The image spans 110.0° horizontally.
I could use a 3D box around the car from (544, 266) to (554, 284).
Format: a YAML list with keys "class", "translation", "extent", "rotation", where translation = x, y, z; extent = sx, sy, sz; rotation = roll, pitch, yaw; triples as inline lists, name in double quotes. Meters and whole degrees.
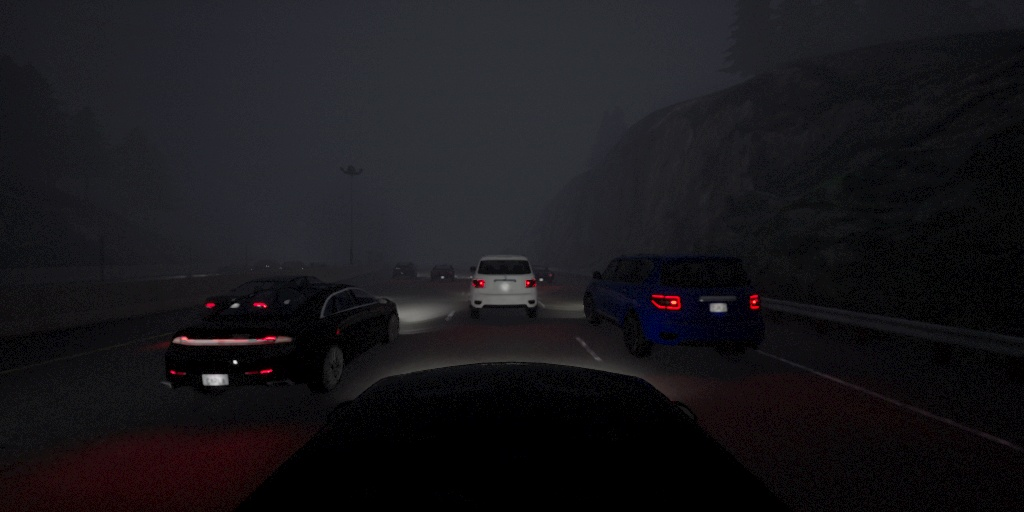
- class: "car"
  translation: [1.743, 1.364, 27.102]
  extent: [1.895, 1.301, 4.718]
  rotation: [0, 0, -8]

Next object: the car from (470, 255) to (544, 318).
- class: "car"
  translation: [-0.371, 0.980, 13.264]
  extent: [2.150, 2.045, 5.566]
  rotation: [0, 0, -4]

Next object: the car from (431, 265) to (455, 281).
- class: "car"
  translation: [-5.805, 1.382, 30.386]
  extent: [1.895, 1.301, 4.718]
  rotation: [0, 0, -9]

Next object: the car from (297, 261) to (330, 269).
- class: "car"
  translation: [-22.316, 1.426, 40.871]
  extent: [1.895, 1.301, 4.718]
  rotation: [0, 0, -13]

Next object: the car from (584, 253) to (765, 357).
- class: "car"
  translation: [3.372, 0.968, 8.722]
  extent: [2.150, 2.045, 5.566]
  rotation: [0, 0, -2]

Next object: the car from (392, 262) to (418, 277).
- class: "car"
  translation: [-9.855, 1.284, 33.221]
  extent: [2.128, 1.511, 4.902]
  rotation: [0, 0, -10]

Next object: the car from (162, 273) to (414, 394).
- class: "car"
  translation: [-3.571, 1.253, 6.672]
  extent: [2.128, 1.511, 4.902]
  rotation: [0, 0, -1]

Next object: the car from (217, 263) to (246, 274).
- class: "car"
  translation: [-33.881, 1.453, 43.849]
  extent: [1.895, 1.301, 4.718]
  rotation: [0, 0, -15]

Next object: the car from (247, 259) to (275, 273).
- class: "car"
  translation: [-30.453, 1.198, 44.467]
  extent: [2.097, 1.767, 4.553]
  rotation: [0, 0, -15]

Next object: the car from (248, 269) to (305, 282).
- class: "car"
  translation: [-7.266, 1.320, 11.688]
  extent: [2.033, 1.411, 5.357]
  rotation: [0, 0, -3]

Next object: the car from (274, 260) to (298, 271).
- class: "car"
  translation: [-26.606, 1.314, 43.660]
  extent: [1.882, 1.535, 5.008]
  rotation: [0, 0, -14]
